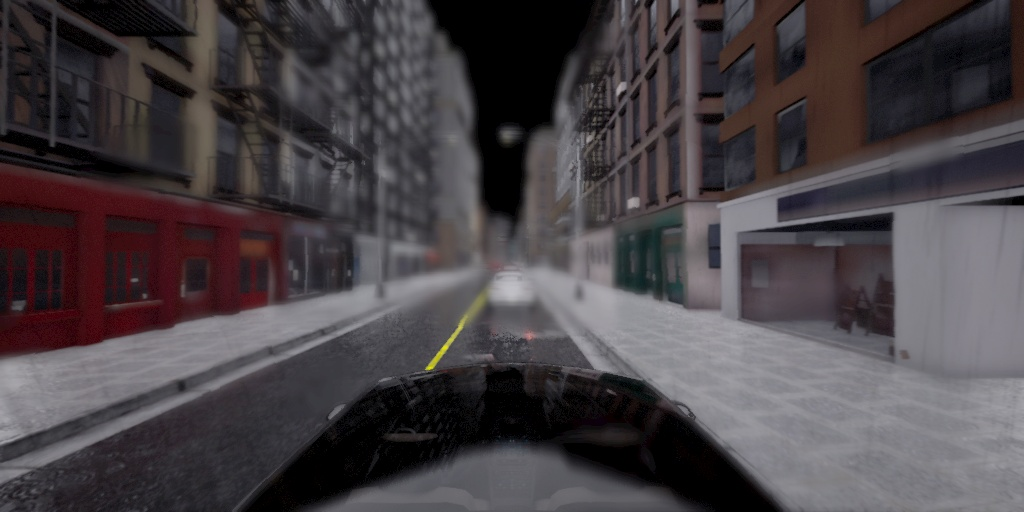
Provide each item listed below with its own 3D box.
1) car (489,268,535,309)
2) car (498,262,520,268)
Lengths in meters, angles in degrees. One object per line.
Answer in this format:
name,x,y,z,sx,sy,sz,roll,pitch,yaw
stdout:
car,0.020,1.424,15.750,1.812,1.442,4.674,0,0,0
car,0.020,1.544,31.092,1.882,1.535,5.008,0,0,0
